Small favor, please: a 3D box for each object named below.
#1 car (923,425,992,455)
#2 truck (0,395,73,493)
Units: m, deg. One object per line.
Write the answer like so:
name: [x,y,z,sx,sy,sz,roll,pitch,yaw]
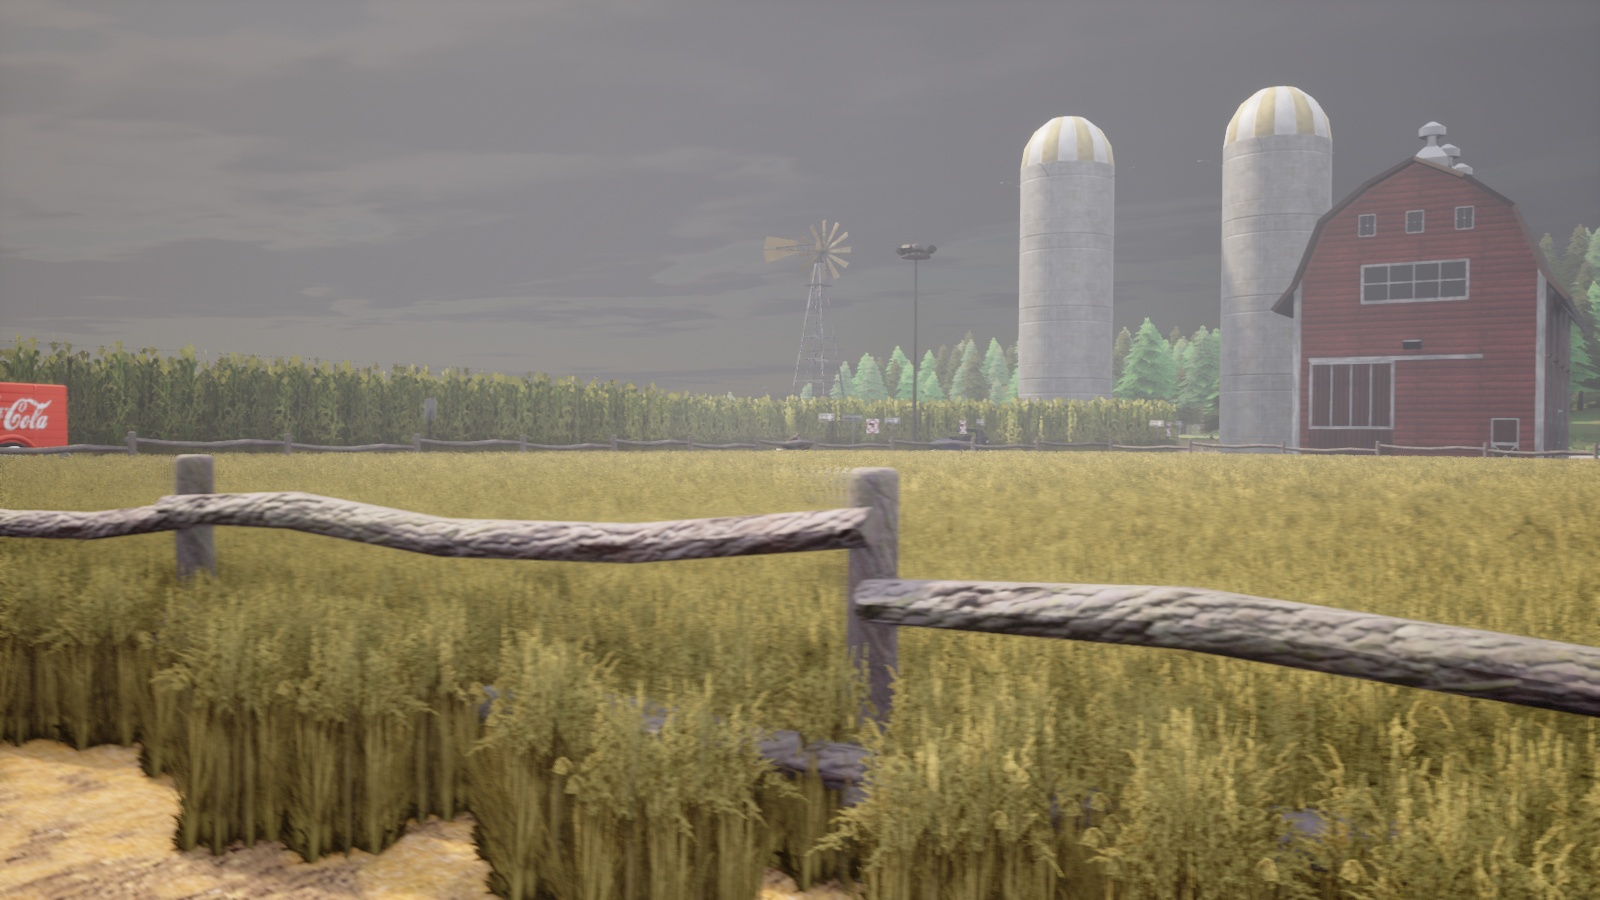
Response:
car: [9.887,-0.625,78.836,3.866,1.878,1.905,0,1,27]
truck: [-21.622,-0.147,31.524,2.627,2.467,5.204,0,0,35]
